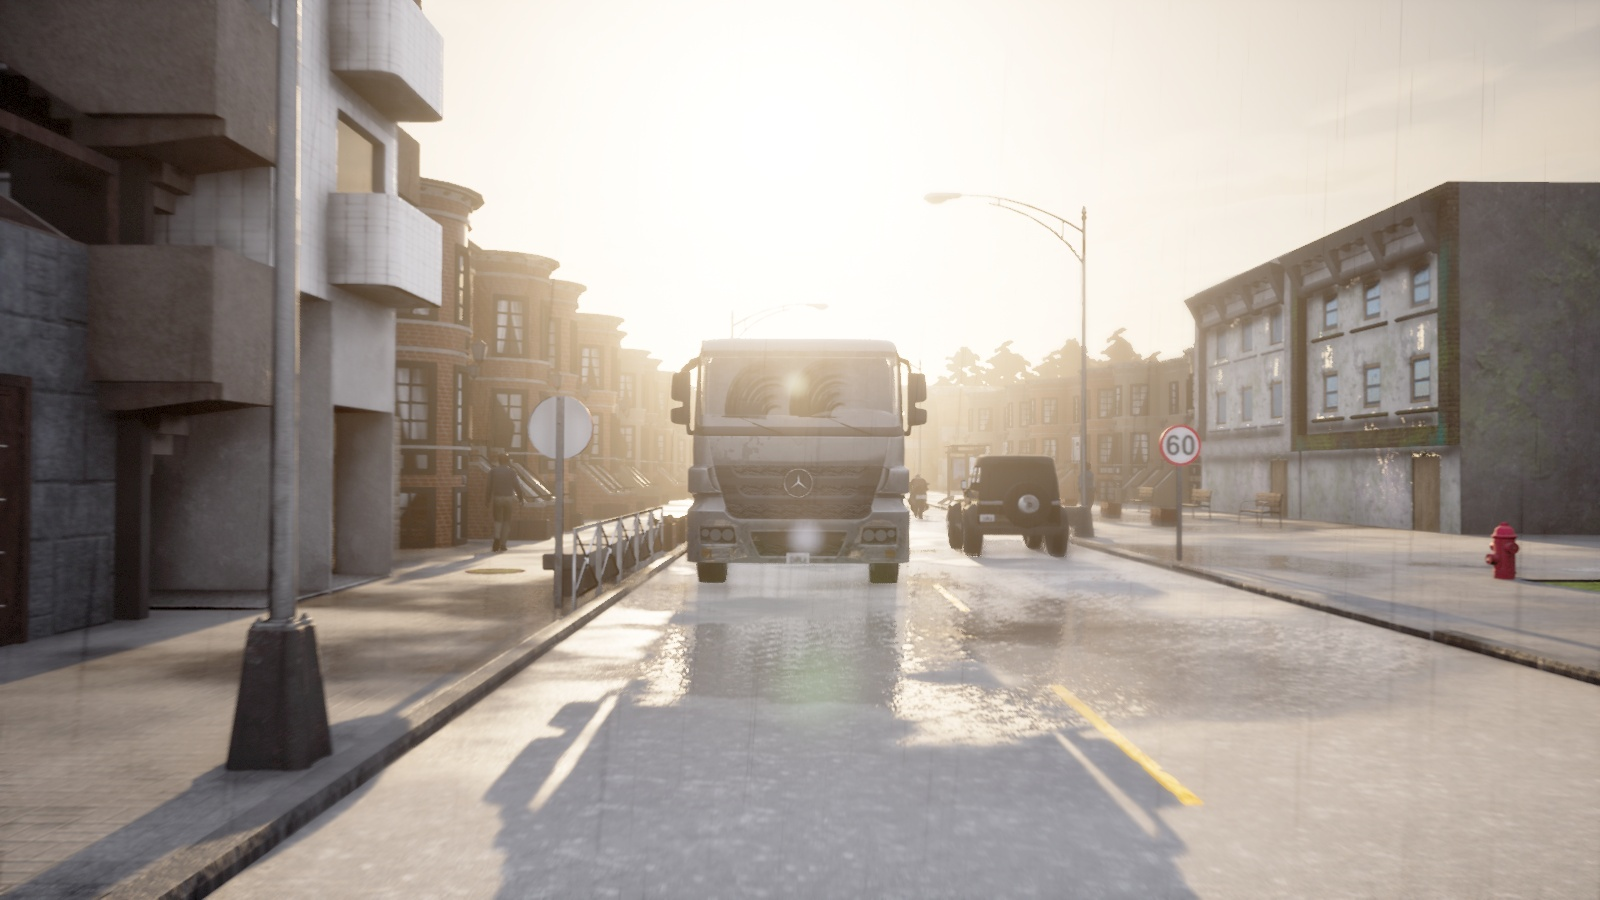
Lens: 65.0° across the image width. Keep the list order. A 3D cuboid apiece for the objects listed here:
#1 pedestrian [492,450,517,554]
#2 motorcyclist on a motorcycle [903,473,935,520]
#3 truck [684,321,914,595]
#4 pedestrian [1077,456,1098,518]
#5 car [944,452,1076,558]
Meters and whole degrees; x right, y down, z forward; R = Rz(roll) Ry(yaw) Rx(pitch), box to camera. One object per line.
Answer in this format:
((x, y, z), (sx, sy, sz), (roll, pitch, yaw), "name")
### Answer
((-5.287, 0.921, 22.464), (0.370, 1.835, 0.726), (0, -1, -8), "pedestrian")
((3.989, 1.544, 42.382), (0.866, 1.530, 2.191), (0, -1, 0), "motorcyclist on a motorcycle")
((-0.012, 0.165, 19.839), (2.891, 3.462, 7.936), (0, -1, 0), "truck")
((8.950, 1.145, 39.083), (0.396, 1.930, 0.692), (0, -1, -10), "pedestrian")
((3.988, 1.005, 24.403), (1.905, 1.878, 3.866), (0, -1, 0), "car")
